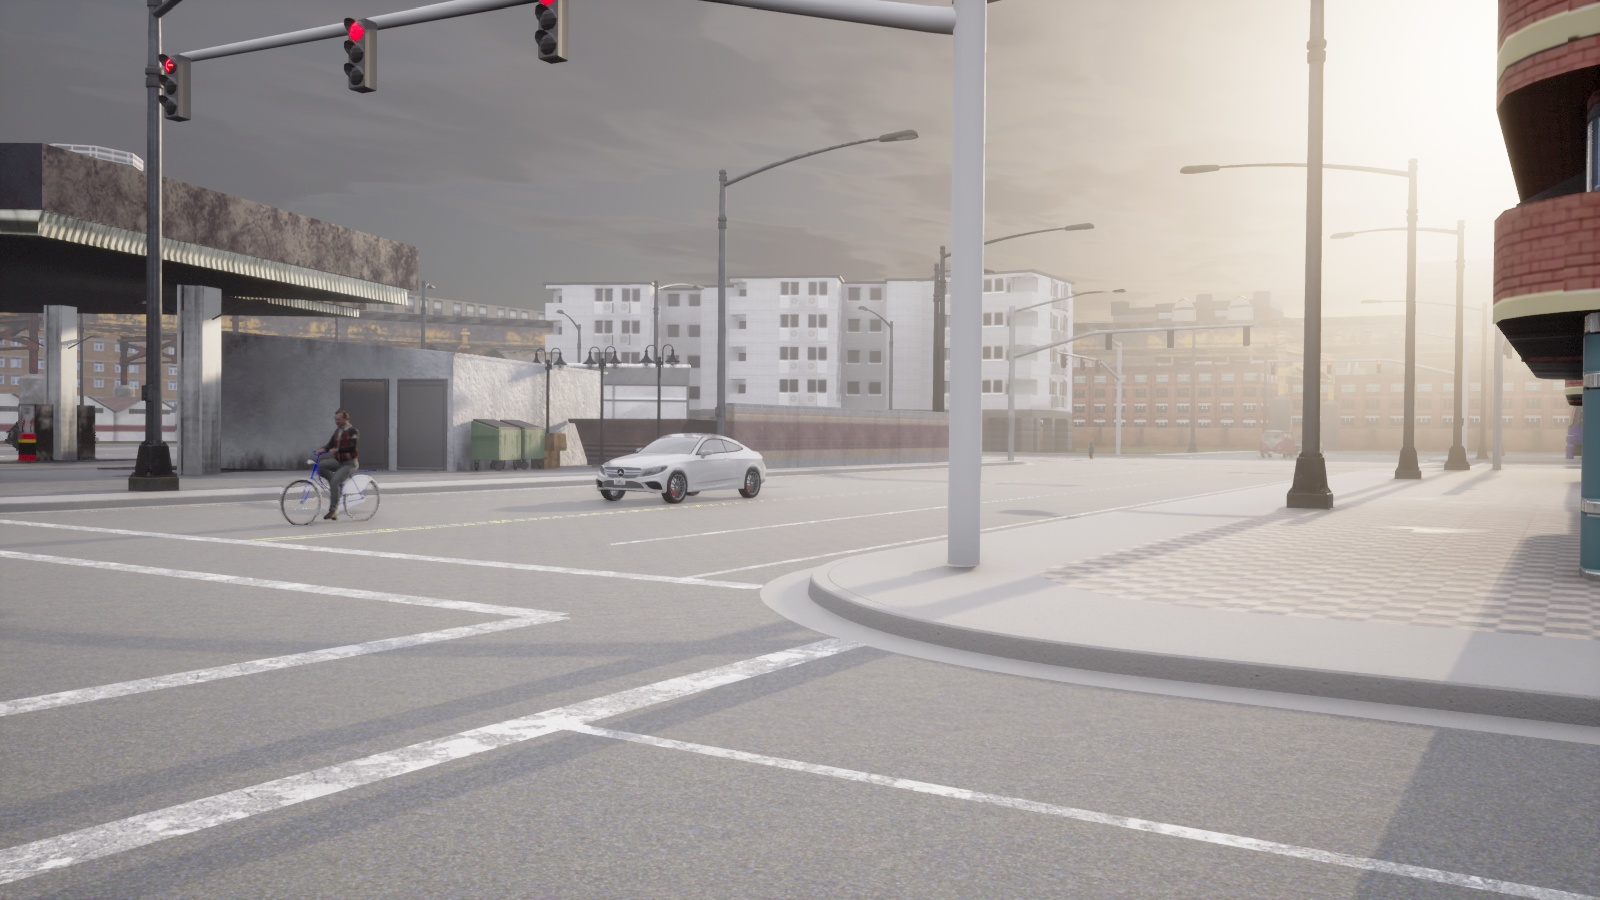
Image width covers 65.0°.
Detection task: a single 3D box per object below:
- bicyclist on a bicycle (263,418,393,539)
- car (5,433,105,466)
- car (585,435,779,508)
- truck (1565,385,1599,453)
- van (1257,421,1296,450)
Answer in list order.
[{"bbox_3d":[-7.265,0.403,19.407,0.659,1.776,1.843,0,1,31],"label":"bicyclist on a bicycle"},{"bbox_3d":[-43.268,-0.057,73.002,1.932,1.855,4.605,0,1,38],"label":"car"},{"bbox_3d":[-2.468,0.404,27.508,1.812,1.442,4.674,0,1,31],"label":"car"},{"bbox_3d":[43.929,-1.665,64.401,7.936,3.462,2.891,-1,0,32],"label":"truck"},{"bbox_3d":[33.532,-1.024,88.316,1.775,1.987,4.442,0,1,31],"label":"van"}]
